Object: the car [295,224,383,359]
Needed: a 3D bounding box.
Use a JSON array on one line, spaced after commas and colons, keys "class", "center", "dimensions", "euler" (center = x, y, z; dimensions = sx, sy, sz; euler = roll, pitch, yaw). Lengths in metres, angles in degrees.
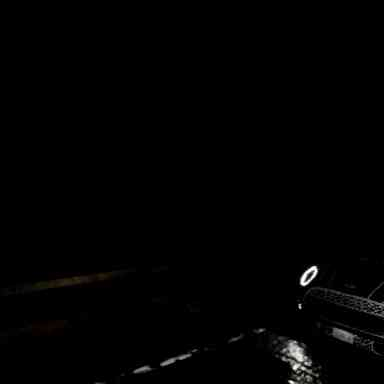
[{"class": "car", "center": [3.880, 1.357, 5.827], "dimensions": [4.553, 1.767, 2.097], "euler": [0, 0, -35]}]
